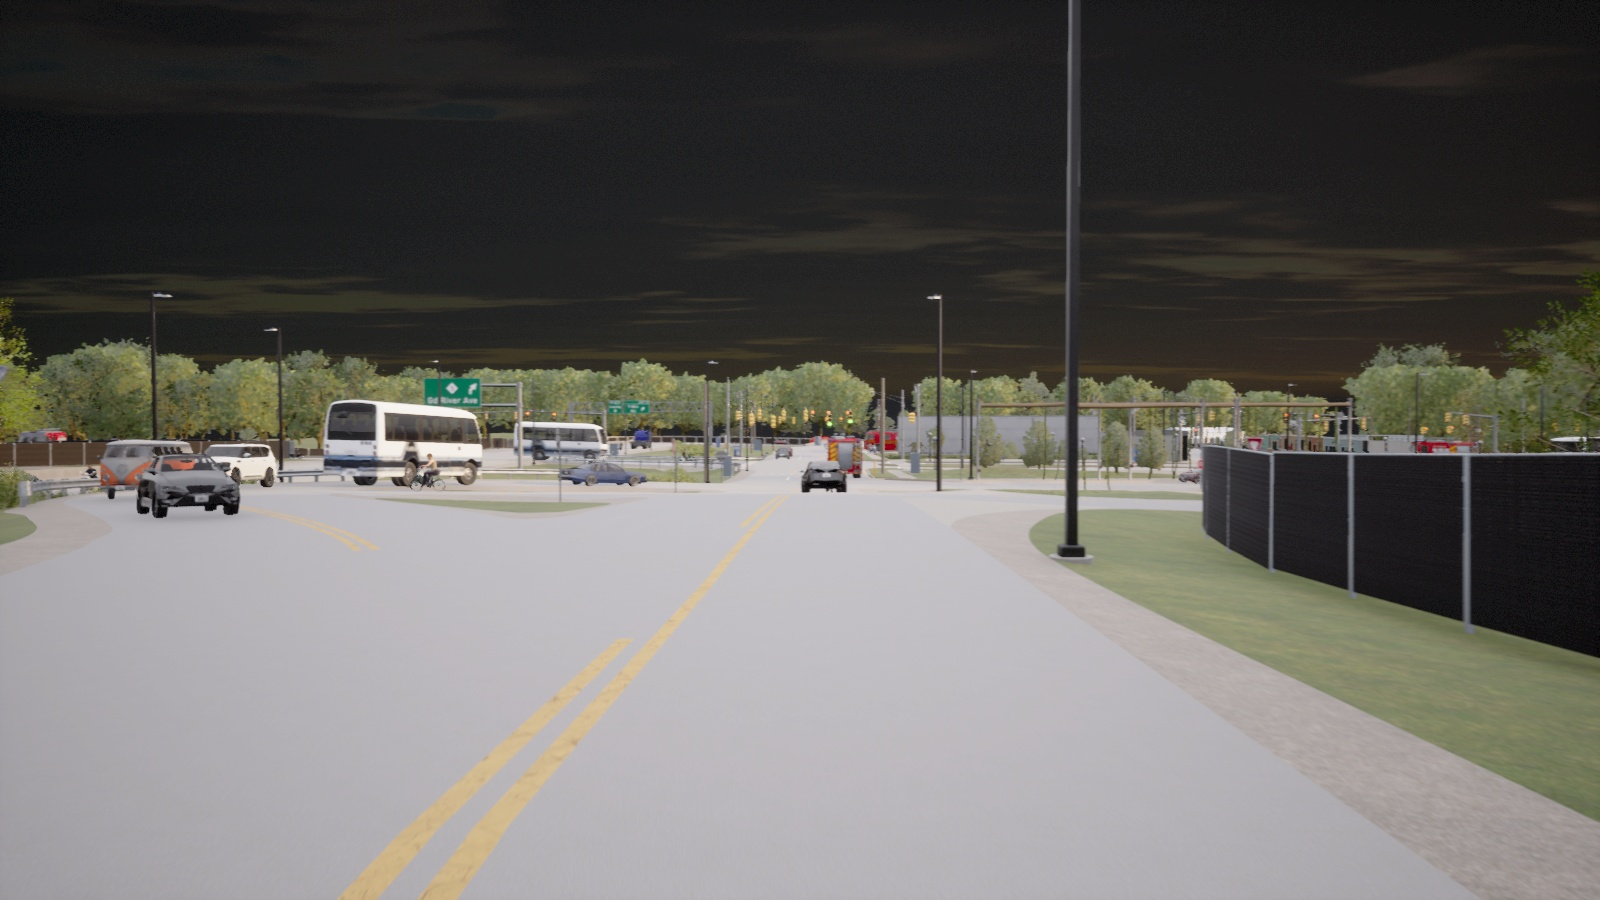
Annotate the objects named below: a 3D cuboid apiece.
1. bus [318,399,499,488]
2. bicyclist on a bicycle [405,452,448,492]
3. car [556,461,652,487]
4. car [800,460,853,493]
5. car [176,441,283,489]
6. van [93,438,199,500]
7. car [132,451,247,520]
[{"bbox_3d":[-20.287,-0.285,66.086,3.944,4.253,10.273,1,0,16],"label":"bus"},{"bbox_3d":[-15.492,0.907,52.069,1.509,1.612,0.866,1,-1,1],"label":"bicyclist on a bicycle"},{"bbox_3d":[-11.785,1.439,75.747,5.357,1.411,2.033,2,1,-39],"label":"car"},{"bbox_3d":[1.177,1.262,58.662,2.163,1.488,4.792,0,-2,-2],"label":"car"},{"bbox_3d":[-25.744,0.671,56.913,2.150,2.045,5.566,0,-1,2],"label":"car"},{"bbox_3d":[-22.350,0.617,43.097,1.775,1.987,4.442,-1,0,-7],"label":"van"},{"bbox_3d":[-14.587,0.798,29.894,1.816,1.474,4.193,-1,0,-35],"label":"car"}]
